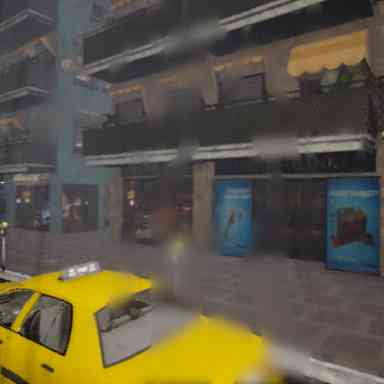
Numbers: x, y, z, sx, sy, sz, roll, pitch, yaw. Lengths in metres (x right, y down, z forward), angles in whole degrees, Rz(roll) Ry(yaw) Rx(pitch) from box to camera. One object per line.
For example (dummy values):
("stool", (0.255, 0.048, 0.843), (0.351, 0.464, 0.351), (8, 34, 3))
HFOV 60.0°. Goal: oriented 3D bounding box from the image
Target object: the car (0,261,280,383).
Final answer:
("car", (-1.476, 1.506, 3.921), (4.829, 1.417, 1.752), (0, 0, 35))
